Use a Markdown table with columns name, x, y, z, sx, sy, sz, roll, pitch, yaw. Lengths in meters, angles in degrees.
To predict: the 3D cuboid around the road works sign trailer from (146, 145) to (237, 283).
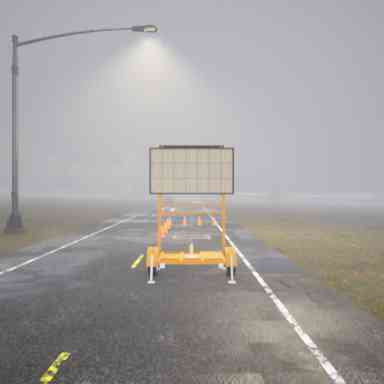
| name | x | y | z | sx | sy | sz | roll | pitch | yaw |
| --- | --- | --- | --- | --- | --- | --- | --- | --- | --- |
| road works sign trailer | -0.007 | 0.463 | 9.601 | 2.380 | 3.560 | 2.880 | 0 | 0 | 0 |

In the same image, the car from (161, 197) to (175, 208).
| name | x | y | z | sx | sy | sz | roll | pitch | yaw |
| --- | --- | --- | --- | --- | --- | --- | --- | --- | --- |
| car | -3.532 | 1.473 | 48.660 | 1.882 | 1.535 | 5.008 | 0 | 0 | 0 |
